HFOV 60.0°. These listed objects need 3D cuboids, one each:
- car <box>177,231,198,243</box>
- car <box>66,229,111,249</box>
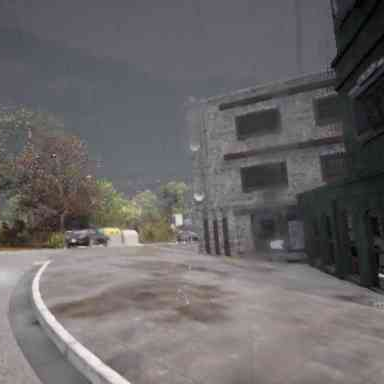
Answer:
[{"bbox_3d":[-0.460,6.182,45.691,2.128,1.511,4.902,-7,-9,18],"label":"car"},{"bbox_3d":[-8.051,3.649,26.042,1.812,1.442,4.674,-6,-9,10],"label":"car"}]
